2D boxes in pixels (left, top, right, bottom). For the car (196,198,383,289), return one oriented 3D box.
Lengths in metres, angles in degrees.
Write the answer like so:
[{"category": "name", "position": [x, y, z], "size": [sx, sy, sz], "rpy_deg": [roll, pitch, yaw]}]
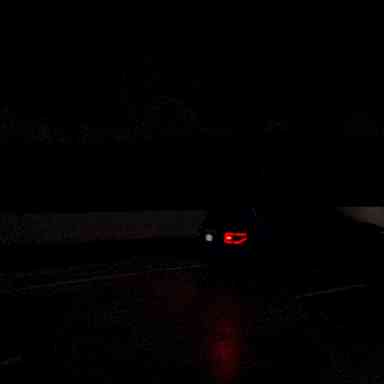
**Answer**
[{"category": "car", "position": [2.823, 1.189, 9.154], "size": [5.566, 2.045, 2.150], "rpy_deg": [0, 0, -26]}]
